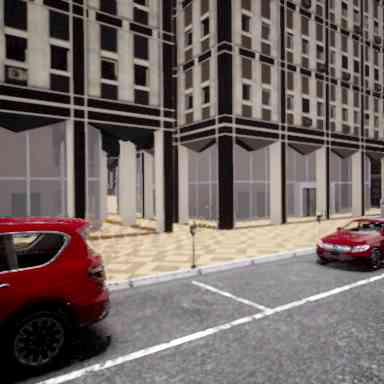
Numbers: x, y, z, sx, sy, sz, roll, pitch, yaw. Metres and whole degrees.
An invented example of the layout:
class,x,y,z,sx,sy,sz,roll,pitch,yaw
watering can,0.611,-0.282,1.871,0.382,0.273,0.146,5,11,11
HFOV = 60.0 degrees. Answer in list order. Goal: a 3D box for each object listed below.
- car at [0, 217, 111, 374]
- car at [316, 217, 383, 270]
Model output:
class,x,y,z,sx,sy,sz,roll,pitch,yaw
car,-3.511,1.320,4.059,5.009,1.841,2.192,-1,0,-36
car,5.766,1.498,10.679,4.206,1.307,1.802,-1,0,-36
